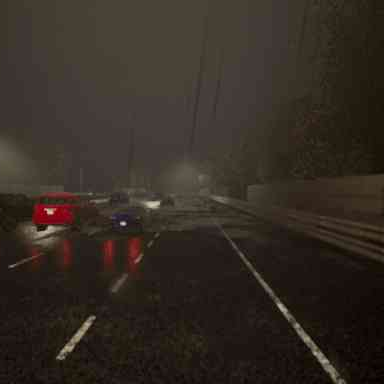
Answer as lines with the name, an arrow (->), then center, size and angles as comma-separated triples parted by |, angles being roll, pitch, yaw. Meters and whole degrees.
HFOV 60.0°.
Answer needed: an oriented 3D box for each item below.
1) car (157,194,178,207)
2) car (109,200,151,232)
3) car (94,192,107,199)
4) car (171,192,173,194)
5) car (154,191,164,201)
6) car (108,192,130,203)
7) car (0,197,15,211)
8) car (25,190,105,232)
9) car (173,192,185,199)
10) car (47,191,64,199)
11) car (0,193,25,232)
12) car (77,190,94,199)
car -> -3.534, 1.376, 48.404 | 1.994, 1.385, 4.181 | 1, 0, 0
car -> -3.509, 1.431, 19.249 | 1.812, 1.442, 4.674 | 1, 0, 0
car -> -21.054, 0.845, 76.875 | 1.812, 1.442, 4.674 | 1, 0, 0
car -> -7.072, 1.157, 94.589 | 1.812, 1.442, 4.674 | 1, 0, 0
car -> -7.050, 0.928, 72.349 | 2.150, 2.045, 5.566 | 1, 0, 0
car -> -10.528, 0.968, 48.219 | 2.150, 2.045, 5.566 | 1, 0, 0
car -> -21.041, 1.252, 35.626 | 1.994, 1.385, 4.181 | 1, 0, 0
car -> -7.002, 1.094, 19.125 | 2.150, 2.045, 5.566 | 1, 0, 0
car -> -3.570, 1.173, 92.359 | 1.837, 1.490, 4.892 | 1, 0, 0
car -> -31.552, 0.577, 76.894 | 2.097, 1.767, 4.553 | 1, 0, 0
car -> -10.501, 1.062, 19.002 | 2.150, 2.045, 5.566 | 1, 0, 0
car -> -24.551, 0.513, 76.841 | 2.150, 2.045, 5.566 | 1, 0, 0
